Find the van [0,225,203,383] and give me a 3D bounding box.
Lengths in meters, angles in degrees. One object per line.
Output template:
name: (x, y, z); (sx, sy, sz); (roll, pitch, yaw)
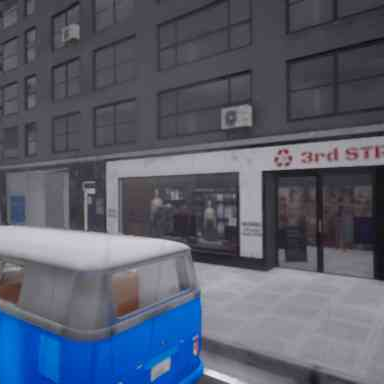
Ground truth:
van: (-1.789, 1.376, 4.085); (3.998, 1.788, 1.690); (-1, 0, 35)
